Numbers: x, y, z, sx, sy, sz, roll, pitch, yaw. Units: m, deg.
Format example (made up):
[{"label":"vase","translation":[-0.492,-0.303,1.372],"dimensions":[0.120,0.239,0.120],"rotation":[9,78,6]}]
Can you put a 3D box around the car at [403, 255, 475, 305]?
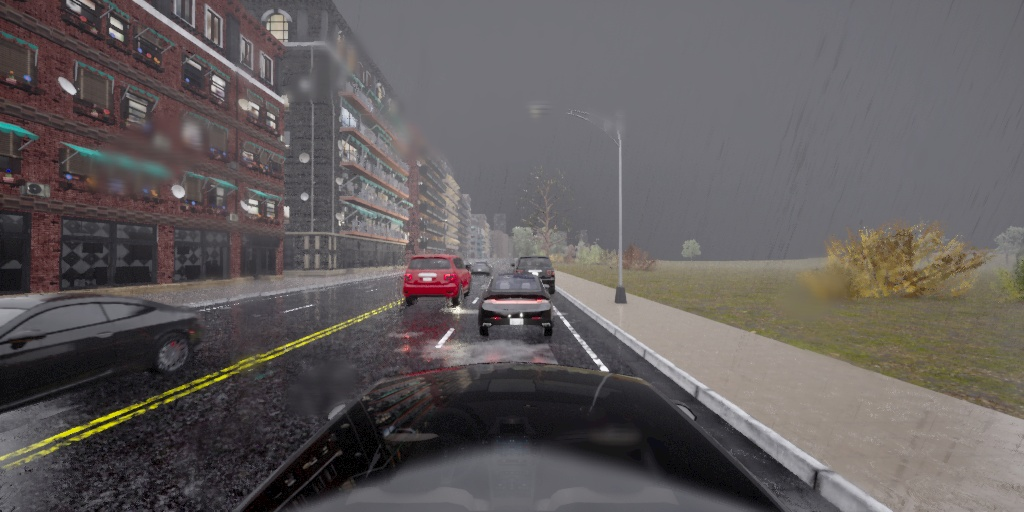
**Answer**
[{"label":"car","translation":[-3.155,0.971,16.036],"dimensions":[2.150,2.045,5.566],"rotation":[0,0,0]}]

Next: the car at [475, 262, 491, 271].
[{"label":"car","translation":[-3.160,1.316,37.016],"dimensions":[1.994,1.385,4.181],"rotation":[0,0,0]}]

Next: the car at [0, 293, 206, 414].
[{"label":"car","translation":[-6.601,1.276,4.779],"dimensions":[1.812,1.442,4.674],"rotation":[0,0,0]}]

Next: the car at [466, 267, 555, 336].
[{"label":"car","translation":[0.098,1.243,10.378],"dimensions":[2.128,1.511,4.902],"rotation":[0,0,0]}]

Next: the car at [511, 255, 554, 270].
[{"label":"car","translation":[1.133,0.977,20.248],"dimensions":[2.150,2.045,5.566],"rotation":[0,0,0]}]

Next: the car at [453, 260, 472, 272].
[{"label":"car","translation":[-6.611,1.314,48.023],"dimensions":[1.994,1.385,4.181],"rotation":[0,0,0]}]
